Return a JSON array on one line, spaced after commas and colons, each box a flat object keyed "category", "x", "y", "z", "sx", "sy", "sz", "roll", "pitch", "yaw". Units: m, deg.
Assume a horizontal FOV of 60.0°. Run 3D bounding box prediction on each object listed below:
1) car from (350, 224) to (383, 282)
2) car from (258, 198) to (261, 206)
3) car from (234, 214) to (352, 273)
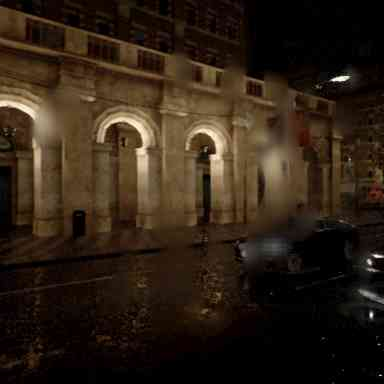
[{"category": "car", "x": 6.653, "y": 1.552, "z": 8.739, "sx": 5.357, "sy": 1.411, "sz": 2.033, "roll": 0, "pitch": 0, "yaw": -35}, {"category": "car", "x": 10.609, "y": 1.614, "z": 52.834, "sx": 1.895, "sy": 1.301, "sz": 4.718, "roll": 0, "pitch": 0, "yaw": -36}, {"category": "car", "x": 3.508, "y": 1.496, "z": 10.797, "sx": 4.902, "sy": 1.511, "sz": 2.128, "roll": 0, "pitch": 0, "yaw": -36}]
